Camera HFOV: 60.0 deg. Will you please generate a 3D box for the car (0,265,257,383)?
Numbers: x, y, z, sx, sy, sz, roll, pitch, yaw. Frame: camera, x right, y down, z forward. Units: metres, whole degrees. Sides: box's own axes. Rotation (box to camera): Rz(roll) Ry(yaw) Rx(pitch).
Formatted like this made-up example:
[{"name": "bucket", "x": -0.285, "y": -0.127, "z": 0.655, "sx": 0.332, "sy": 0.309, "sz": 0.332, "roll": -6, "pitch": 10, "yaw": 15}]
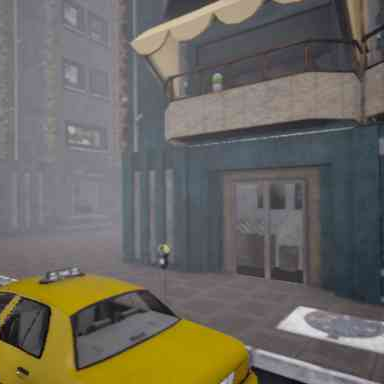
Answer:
[{"name": "car", "x": -1.681, "y": 1.554, "z": 3.928, "sx": 4.829, "sy": 1.417, "sz": 1.752, "roll": -1, "pitch": -1, "yaw": 36}]
